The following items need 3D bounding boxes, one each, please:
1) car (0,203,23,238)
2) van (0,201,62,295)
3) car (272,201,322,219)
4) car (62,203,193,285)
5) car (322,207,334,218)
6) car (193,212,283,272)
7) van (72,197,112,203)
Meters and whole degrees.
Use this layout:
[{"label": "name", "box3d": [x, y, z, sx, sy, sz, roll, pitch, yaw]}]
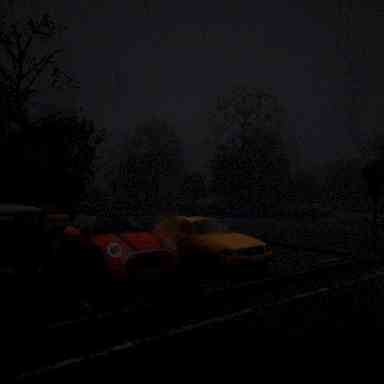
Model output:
[{"label": "car", "box3d": [-11.060, 1.471, 18.686, 1.946, 1.575, 5.366, 0, 0, -36]}, {"label": "van", "box3d": [-4.764, 1.245, 8.014, 1.878, 1.987, 4.442, 0, 0, -36]}, {"label": "car", "box3d": [10.340, 1.914, 33.882, 2.002, 1.452, 4.674, 2, -1, -36]}, {"label": "car", "box3d": [-2.253, 1.355, 9.724, 2.185, 1.767, 4.553, 1, 0, -36]}, {"label": "car", "box3d": [12.886, 1.824, 35.777, 2.185, 1.767, 4.553, 2, -1, -36]}, {"label": "car", "box3d": [0.238, 1.499, 11.257, 1.946, 1.575, 5.366, 1, 0, -36]}, {"label": "van", "box3d": [-6.460, 1.282, 21.637, 1.878, 1.987, 4.442, 1, 0, -36]}]
